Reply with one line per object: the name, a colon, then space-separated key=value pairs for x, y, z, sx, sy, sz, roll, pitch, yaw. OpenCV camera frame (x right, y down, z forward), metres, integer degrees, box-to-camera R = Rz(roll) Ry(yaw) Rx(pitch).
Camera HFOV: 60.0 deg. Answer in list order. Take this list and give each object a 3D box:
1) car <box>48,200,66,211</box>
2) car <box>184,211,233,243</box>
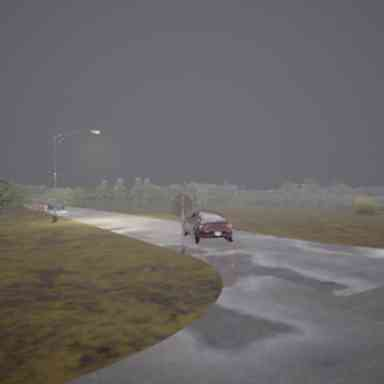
car: x=-19.676 y=1.875 z=48.220 sx=2.128 sy=1.511 sz=4.902 roll=-1 pitch=0 yaw=-32
car: x=0.747 y=1.679 z=17.170 sx=1.812 sy=1.442 sz=4.674 roll=0 pitch=0 yaw=-11
